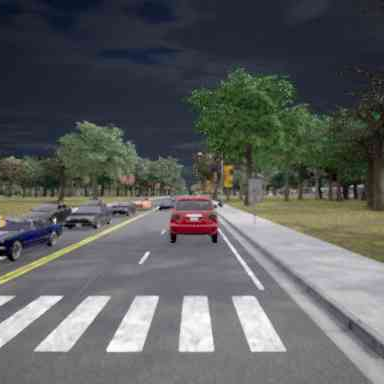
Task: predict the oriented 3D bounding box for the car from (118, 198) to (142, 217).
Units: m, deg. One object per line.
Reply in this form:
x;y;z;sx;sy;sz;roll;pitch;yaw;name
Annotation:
-6.542;1.582;32.150;2.033;1.411;5.357;0;0;0;car

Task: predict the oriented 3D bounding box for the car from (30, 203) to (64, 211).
-9.838;1.526;23.158;1.837;1.490;4.892;0;0;0;car

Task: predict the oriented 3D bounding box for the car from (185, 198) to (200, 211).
0.089;1.531;43.130;1.882;1.535;5.008;0;0;0;car

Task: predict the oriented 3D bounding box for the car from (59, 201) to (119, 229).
-6.594;1.568;22.020;2.033;1.411;5.357;0;0;0;car

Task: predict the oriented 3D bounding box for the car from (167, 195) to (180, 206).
-3.167;1.429;57.099;2.097;1.767;4.553;0;0;-2;car

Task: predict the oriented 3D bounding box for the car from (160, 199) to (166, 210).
-3.160;1.616;43.914;1.994;1.385;4.181;0;0;0;car

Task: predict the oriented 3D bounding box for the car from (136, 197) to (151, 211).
-6.511;1.404;42.383;2.097;1.767;4.553;0;0;0;car

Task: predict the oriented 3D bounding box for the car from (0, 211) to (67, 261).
-6.602;1.611;12.413;1.895;1.301;4.718;0;0;0;car

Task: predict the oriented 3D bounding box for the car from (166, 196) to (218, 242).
0.106;1.236;16.663;2.150;2.045;5.566;0;0;0;car
